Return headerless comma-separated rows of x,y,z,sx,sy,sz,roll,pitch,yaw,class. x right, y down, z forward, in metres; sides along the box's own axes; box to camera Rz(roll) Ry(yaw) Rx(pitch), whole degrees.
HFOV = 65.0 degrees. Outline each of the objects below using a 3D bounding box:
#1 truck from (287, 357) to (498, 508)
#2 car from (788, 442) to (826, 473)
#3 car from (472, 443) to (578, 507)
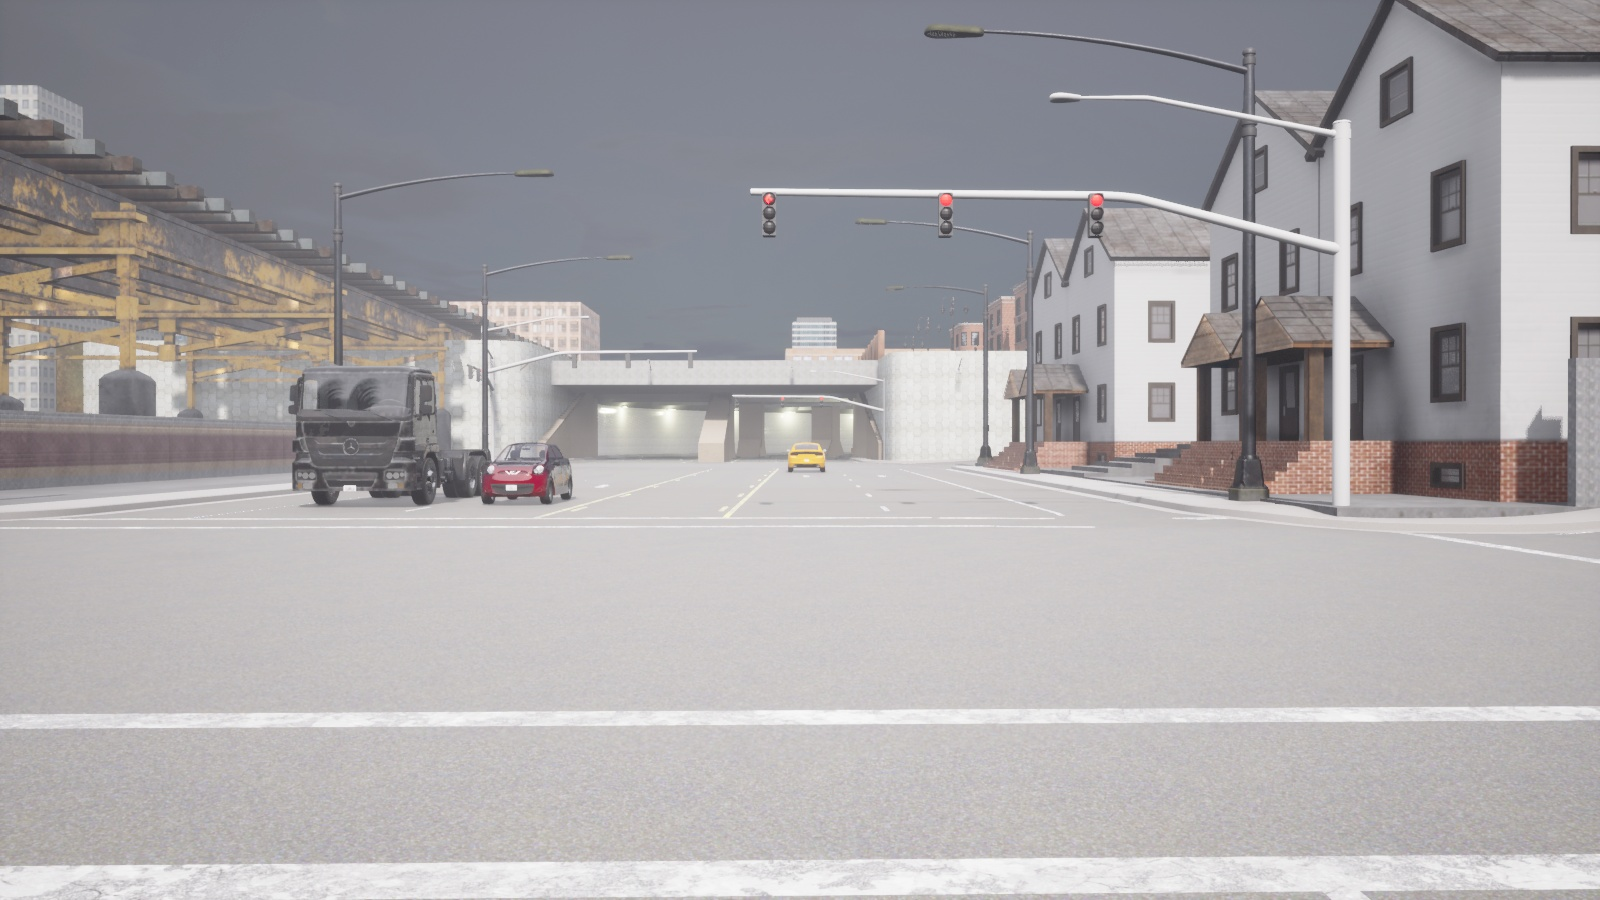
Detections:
-10.319,-0.429,32.822,2.891,3.462,7.936,0,0,0,truck
0.343,0.357,65.105,1.882,1.535,5.008,0,0,0,car
-6.827,0.577,31.538,1.845,1.501,3.633,0,0,0,car
